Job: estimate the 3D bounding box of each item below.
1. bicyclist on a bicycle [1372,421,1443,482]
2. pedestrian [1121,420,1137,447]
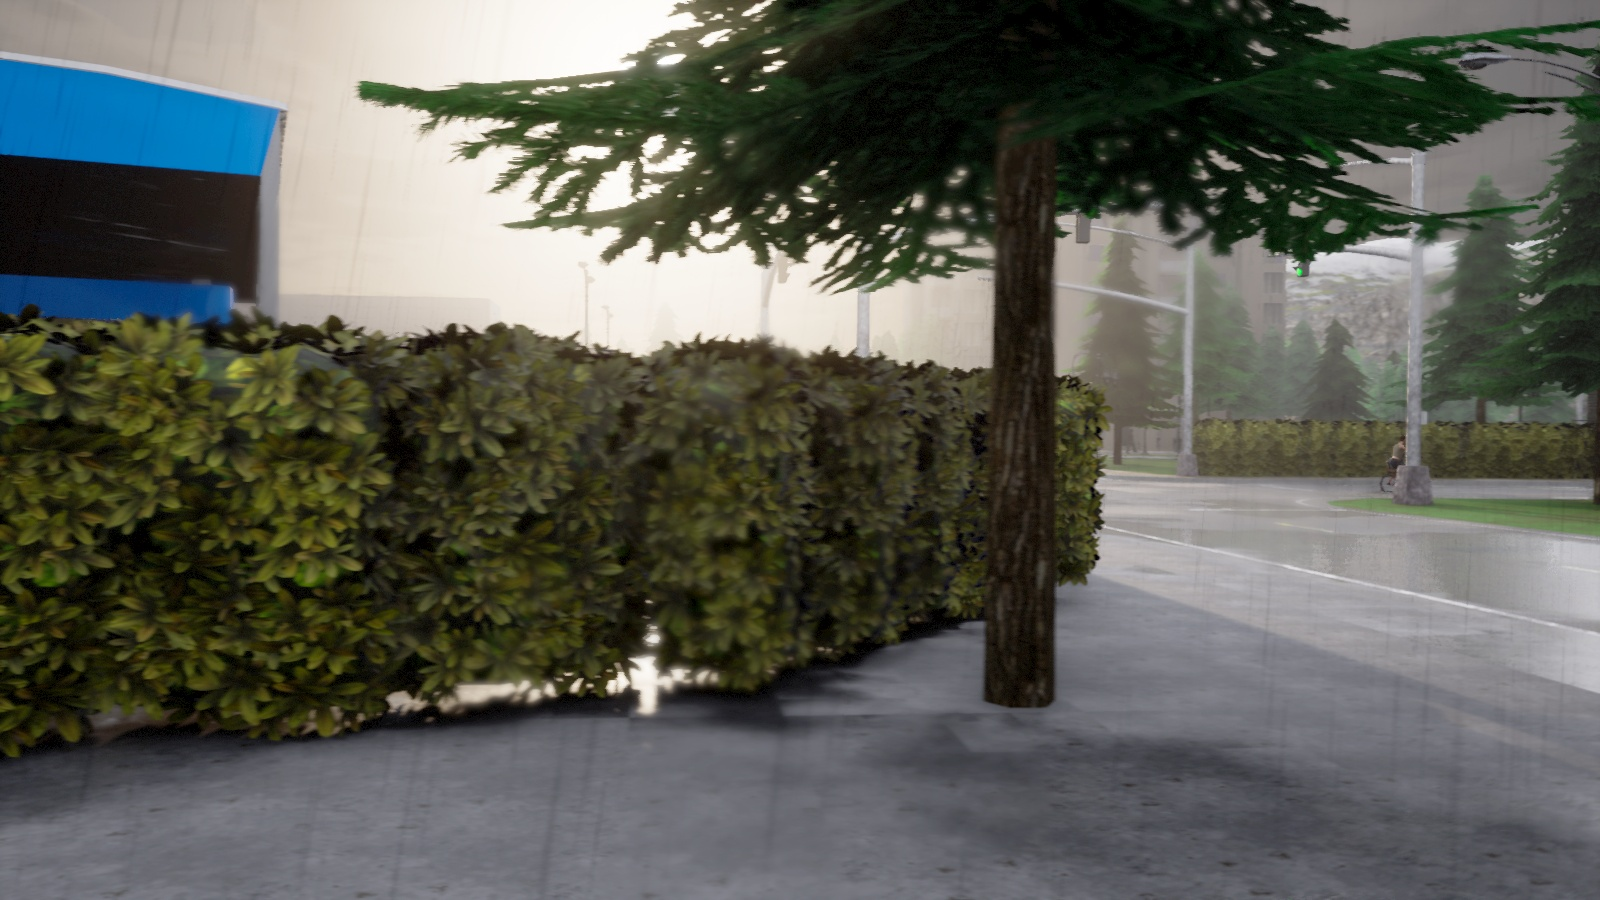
[{"bbox_3d":[16.559,0.032,34.270,1.509,1.612,0.866,-1,1,-6],"label":"bicyclist on a bicycle"},{"bbox_3d":[23.081,-1.144,88.027,0.899,1.844,0.634,-1,1,-8],"label":"pedestrian"}]
